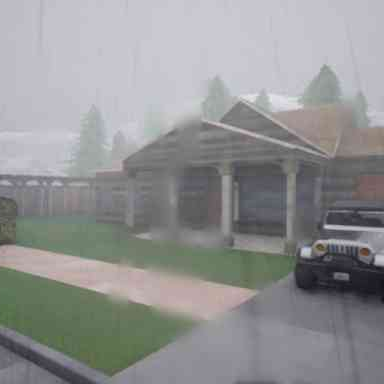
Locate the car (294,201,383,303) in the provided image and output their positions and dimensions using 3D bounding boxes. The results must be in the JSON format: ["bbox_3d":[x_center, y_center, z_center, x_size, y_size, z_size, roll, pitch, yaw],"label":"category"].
[{"bbox_3d":[3.857,1.173,7.801,1.905,1.878,3.866,0,0,35],"label":"car"}]
